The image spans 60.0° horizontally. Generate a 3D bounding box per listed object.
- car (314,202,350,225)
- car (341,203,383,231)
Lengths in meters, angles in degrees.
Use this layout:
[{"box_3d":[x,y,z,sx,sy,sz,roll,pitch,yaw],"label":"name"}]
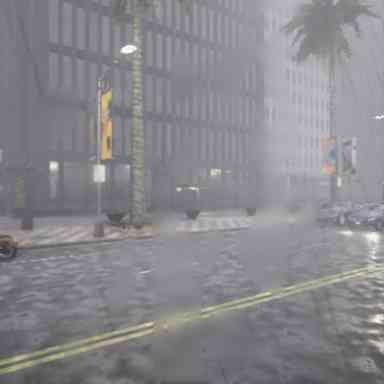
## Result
[{"box_3d":[10.822,1.507,23.982,4.892,1.521,2.231,0,0,-35],"label":"car"},{"box_3d":[11.665,1.549,20.913,4.674,1.442,1.812,0,0,-35],"label":"car"}]
